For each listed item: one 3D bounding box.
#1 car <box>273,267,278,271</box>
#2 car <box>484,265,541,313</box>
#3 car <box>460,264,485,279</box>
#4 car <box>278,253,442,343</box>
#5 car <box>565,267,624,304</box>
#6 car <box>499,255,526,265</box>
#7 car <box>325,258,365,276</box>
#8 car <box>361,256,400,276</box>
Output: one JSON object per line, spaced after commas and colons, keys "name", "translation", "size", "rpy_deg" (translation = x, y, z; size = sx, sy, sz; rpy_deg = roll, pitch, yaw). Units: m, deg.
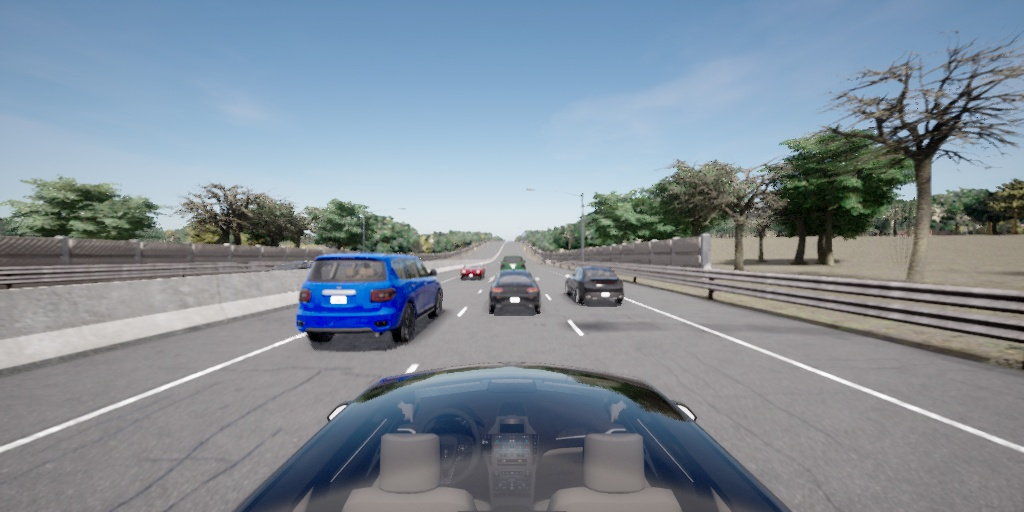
{"name": "car", "translation": [-21.111, 1.260, 35.013], "size": [1.837, 1.490, 4.892], "rpy_deg": [0, 0, 0]}
{"name": "car", "translation": [0.102, 1.251, 13.835], "size": [1.812, 1.442, 4.674], "rpy_deg": [0, 0, 0]}
{"name": "car", "translation": [-3.419, 1.344, 32.190], "size": [1.895, 1.301, 4.718], "rpy_deg": [0, 0, 0]}
{"name": "car", "translation": [-3.405, 0.951, 9.723], "size": [2.150, 2.045, 5.566], "rpy_deg": [0, 0, 0]}
{"name": "car", "translation": [3.591, 1.228, 16.194], "size": [1.837, 1.490, 4.892], "rpy_deg": [0, 0, 0]}
{"name": "car", "translation": [0.083, 0.963, 31.692], "size": [2.150, 2.045, 5.566], "rpy_deg": [0, 0, 0]}
{"name": "car", "translation": [-17.604, 1.117, 38.116], "size": [2.097, 1.767, 4.553], "rpy_deg": [0, 0, 0]}
{"name": "car", "translation": [-14.109, 0.988, 38.748], "size": [2.150, 2.045, 5.566], "rpy_deg": [0, 0, 0]}
